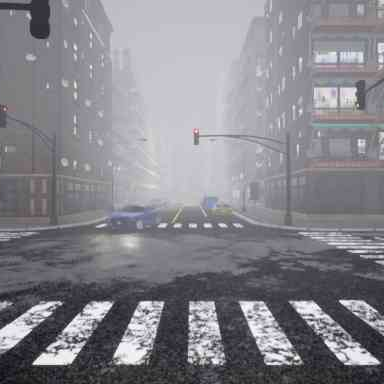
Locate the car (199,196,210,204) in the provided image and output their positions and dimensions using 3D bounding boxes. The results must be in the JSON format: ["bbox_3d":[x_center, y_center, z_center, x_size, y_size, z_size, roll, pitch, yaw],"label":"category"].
[{"bbox_3d":[2.469,1.604,66.709,2.008,1.369,4.403,1,0,0],"label":"car"}]

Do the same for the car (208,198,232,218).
[{"bbox_3d":[2.656,1.537,30.253,1.752,1.417,4.829,1,0,0],"label":"car"}]

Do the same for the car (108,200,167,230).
[{"bbox_3d":[-3.528,1.494,21.341,1.882,1.535,5.008,2,0,15],"label":"car"}]

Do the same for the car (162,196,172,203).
[{"bbox_3d":[-5.420,1.612,72.301,2.008,1.369,4.403,1,0,0],"label":"car"}]

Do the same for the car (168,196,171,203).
[{"bbox_3d":[-5.402,1.627,60.985,1.802,1.307,4.206,1,0,0],"label":"car"}]

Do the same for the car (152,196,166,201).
[{"bbox_3d":[-5.385,1.613,49.670,1.802,1.307,4.206,1,0,0],"label":"car"}]

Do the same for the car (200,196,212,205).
[{"bbox_3d":[2.479,1.485,61.053,1.967,1.590,4.097,1,0,0],"label":"car"}]

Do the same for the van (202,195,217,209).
[{"bbox_3d":[2.540,1.366,44.087,1.690,1.788,3.998,1,0,0],"label":"van"}]

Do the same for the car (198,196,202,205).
[{"bbox_3d":[2.499,1.346,49.740,2.192,1.841,5.009,1,0,0],"label":"car"}]

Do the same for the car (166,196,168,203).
[{"bbox_3d":[-5.392,1.563,55.157,1.752,1.417,4.829,1,0,0],"label":"car"}]

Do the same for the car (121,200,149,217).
[{"bbox_3d":[-5.487,1.565,32.696,2.008,1.369,4.403,1,0,0],"label":"car"}]

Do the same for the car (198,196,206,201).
[{"bbox_3d":[2.443,1.626,83.677,1.887,1.381,4.507,1,0,0],"label":"car"}]
